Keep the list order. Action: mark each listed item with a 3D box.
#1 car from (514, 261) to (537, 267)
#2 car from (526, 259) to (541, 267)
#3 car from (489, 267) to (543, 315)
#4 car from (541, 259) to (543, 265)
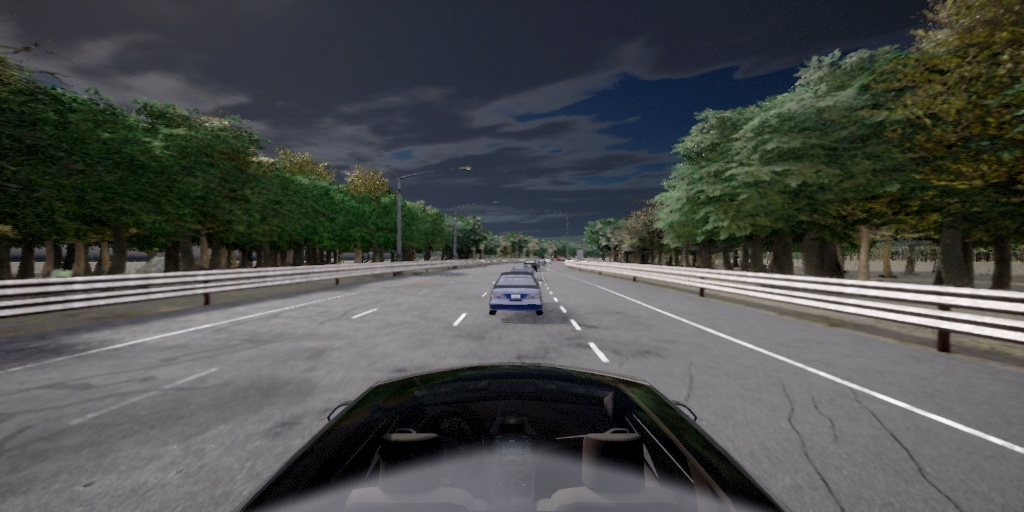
[{"bbox_3d":[0.951,1.361,30.615,1.895,1.301,4.718,0,0,4],"label":"car"},{"bbox_3d":[2.613,1.274,50.093,1.882,1.535,5.008,0,0,6],"label":"car"},{"bbox_3d":[0.183,1.300,13.615,2.033,1.411,5.357,0,0,2],"label":"car"},{"bbox_3d":[3.694,1.354,59.406,1.812,1.442,4.674,0,0,7],"label":"car"}]
